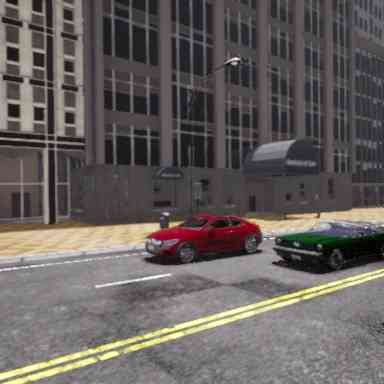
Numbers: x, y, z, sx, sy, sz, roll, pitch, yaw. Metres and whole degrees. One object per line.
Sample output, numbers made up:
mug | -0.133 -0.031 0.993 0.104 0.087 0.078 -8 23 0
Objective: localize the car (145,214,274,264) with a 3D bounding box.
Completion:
car | 0.589 1.548 12.063 4.674 1.442 1.812 0 0 -35

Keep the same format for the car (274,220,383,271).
car | 4.895 1.627 11.122 4.718 1.301 1.895 0 0 -35
